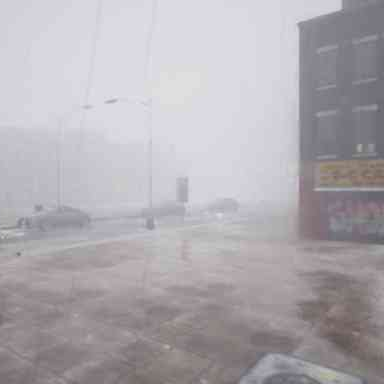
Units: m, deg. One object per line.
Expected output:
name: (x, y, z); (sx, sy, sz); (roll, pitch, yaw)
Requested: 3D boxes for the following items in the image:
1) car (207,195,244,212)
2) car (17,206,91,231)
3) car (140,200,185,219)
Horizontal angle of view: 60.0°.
car: (3.521, 1.393, 37.023); (1.837, 1.490, 4.892); (0, 0, 36)
car: (-8.295, 1.526, 20.286); (1.994, 1.385, 4.181); (0, 0, 36)
car: (-2.429, 1.451, 28.603); (1.812, 1.442, 4.674); (0, 0, 35)
